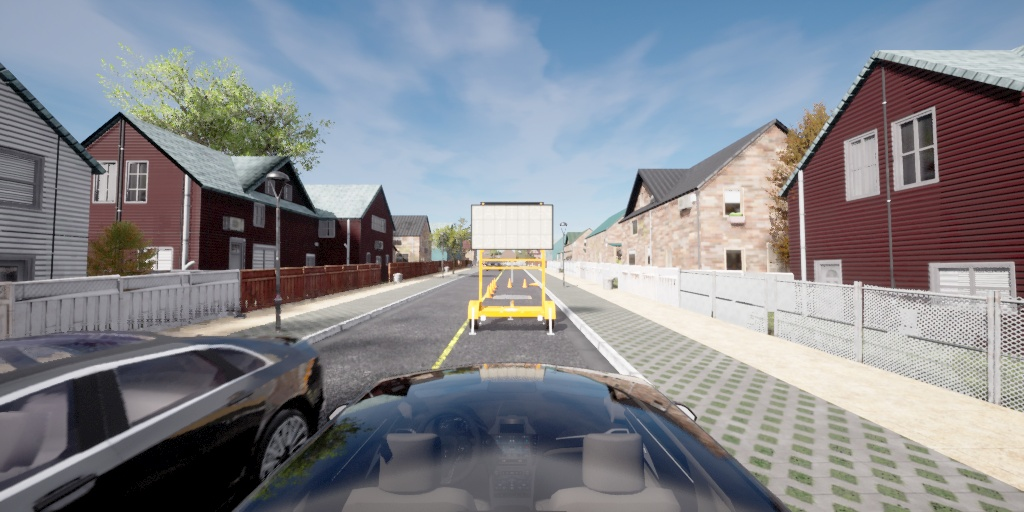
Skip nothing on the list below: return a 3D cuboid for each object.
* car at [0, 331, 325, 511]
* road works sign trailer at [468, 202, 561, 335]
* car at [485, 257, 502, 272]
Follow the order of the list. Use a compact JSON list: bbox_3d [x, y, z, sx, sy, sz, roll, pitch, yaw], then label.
[{"bbox_3d":[-2.749,1.241,1.550,2.128,1.511,4.902,0,0,0],"label":"car"},{"bbox_3d":[0.005,0.227,10.558,2.380,3.560,2.880,0,0,1],"label":"road works sign trailer"},{"bbox_3d":[-2.702,1.207,52.567,2.150,2.045,5.566,0,0,0],"label":"car"}]
